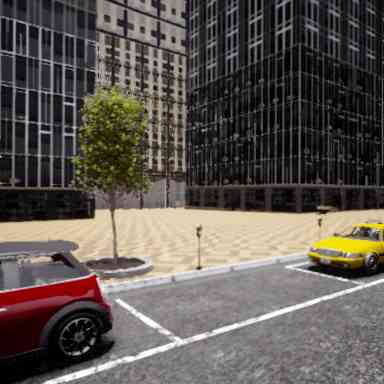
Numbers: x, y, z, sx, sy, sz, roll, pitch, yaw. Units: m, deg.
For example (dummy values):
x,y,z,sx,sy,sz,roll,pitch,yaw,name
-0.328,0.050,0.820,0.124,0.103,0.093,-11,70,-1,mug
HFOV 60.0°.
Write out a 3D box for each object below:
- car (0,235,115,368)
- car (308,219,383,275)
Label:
x,y,z,sx,sy,sz,roll,pitch,yaw,name
-3.214,1.440,4.267,4.097,1.590,1.967,0,0,-35,car
5.659,1.578,10.591,4.829,1.417,1.752,0,0,-35,car
